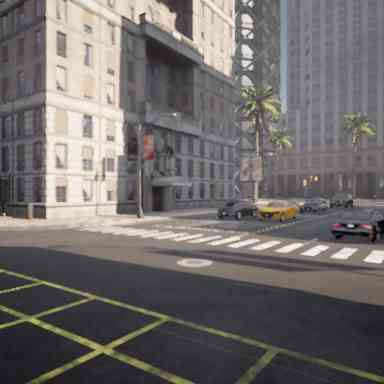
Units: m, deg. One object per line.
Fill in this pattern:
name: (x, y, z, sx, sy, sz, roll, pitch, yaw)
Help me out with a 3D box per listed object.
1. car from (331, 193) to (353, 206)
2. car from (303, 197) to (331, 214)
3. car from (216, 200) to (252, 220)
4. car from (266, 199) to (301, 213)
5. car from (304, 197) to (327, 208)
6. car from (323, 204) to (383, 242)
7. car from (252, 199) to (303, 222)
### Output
car: (20.440, 1.187, 45.410, 2.150, 2.045, 5.566, 0, 1, 36)
car: (12.718, 1.544, 34.717, 1.994, 1.385, 4.181, 0, 0, 36)
car: (3.896, 1.490, 28.341, 1.837, 1.490, 4.892, 0, 0, 35)
car: (10.337, 1.527, 37.399, 2.033, 1.411, 5.357, 0, 0, 36)
car: (17.641, 1.478, 47.506, 1.837, 1.490, 4.892, 0, 0, 36)
car: (8.498, 1.537, 16.587, 2.033, 1.411, 5.357, 0, 0, 38)
car: (6.959, 1.463, 26.613, 1.882, 1.535, 5.008, 0, 0, 35)
